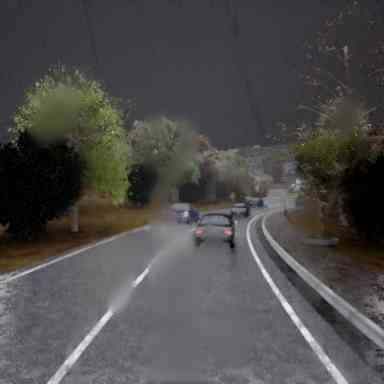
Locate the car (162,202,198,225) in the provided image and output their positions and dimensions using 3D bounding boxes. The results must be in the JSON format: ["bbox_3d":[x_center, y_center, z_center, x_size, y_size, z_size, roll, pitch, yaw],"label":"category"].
[{"bbox_3d":[-0.814,1.624,26.214,2.097,1.767,4.553,1,0,12],"label":"car"}]

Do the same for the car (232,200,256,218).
[{"bbox_3d":[5.367,1.924,36.007,2.128,1.511,4.902,1,0,16],"label":"car"}]

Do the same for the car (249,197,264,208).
[{"bbox_3d":[12.496,2.001,64.588,2.150,2.045,5.566,2,0,24],"label":"car"}]

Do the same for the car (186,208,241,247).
[{"bbox_3d":[1.199,1.744,16.118,2.033,1.411,5.357,0,-1,7],"label":"car"}]
